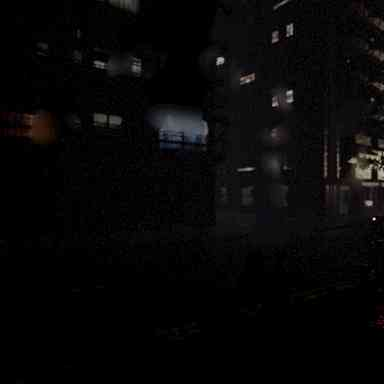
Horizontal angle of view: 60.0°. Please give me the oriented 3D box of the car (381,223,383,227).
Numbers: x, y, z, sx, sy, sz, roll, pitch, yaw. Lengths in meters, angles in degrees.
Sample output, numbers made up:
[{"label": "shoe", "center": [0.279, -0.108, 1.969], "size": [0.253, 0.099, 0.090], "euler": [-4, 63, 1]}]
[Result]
[{"label": "car", "center": [7.154, 1.577, 8.680], "size": [5.008, 1.535, 1.882], "euler": [1, 0, -36]}]

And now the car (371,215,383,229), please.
[{"label": "car", "center": [13.816, 1.824, 22.075], "size": [4.718, 1.301, 1.895], "euler": [1, 0, -38]}]
